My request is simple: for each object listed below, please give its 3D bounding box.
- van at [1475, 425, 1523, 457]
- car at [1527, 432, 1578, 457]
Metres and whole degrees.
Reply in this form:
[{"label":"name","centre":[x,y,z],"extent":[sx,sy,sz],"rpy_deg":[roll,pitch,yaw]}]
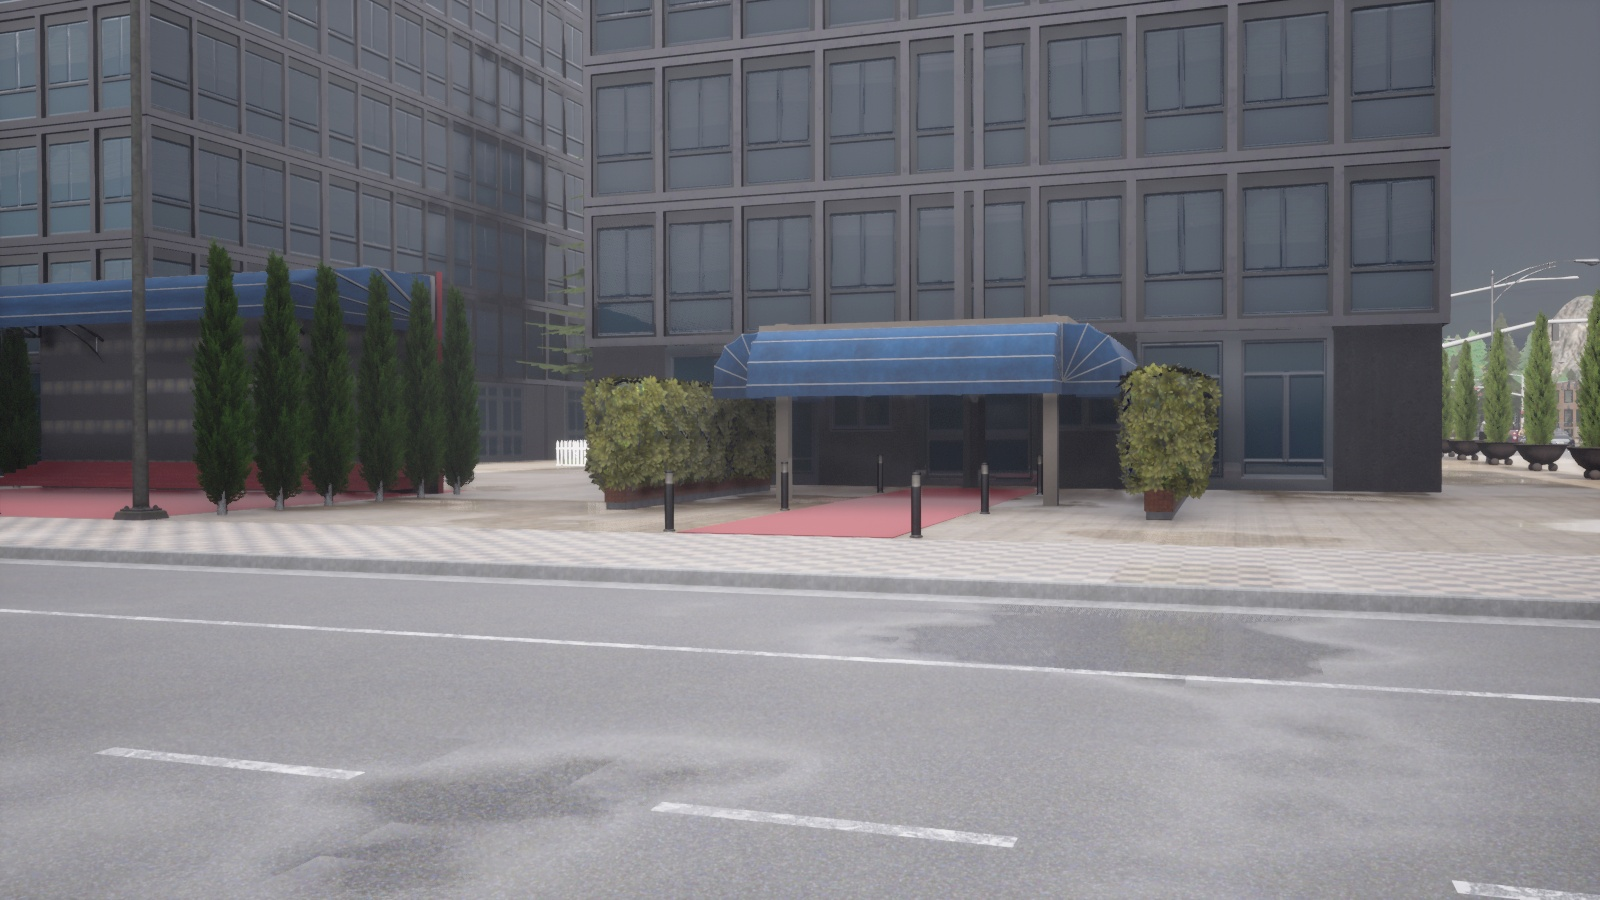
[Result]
[{"label":"van","centre":[47.010,-0.628,84.558],"extent":[2.069,2.038,4.480],"rpy_deg":[1,1,19]},{"label":"car","centre":[50.862,-0.413,84.987],"extent":[2.033,1.649,4.856],"rpy_deg":[1,1,19]}]
